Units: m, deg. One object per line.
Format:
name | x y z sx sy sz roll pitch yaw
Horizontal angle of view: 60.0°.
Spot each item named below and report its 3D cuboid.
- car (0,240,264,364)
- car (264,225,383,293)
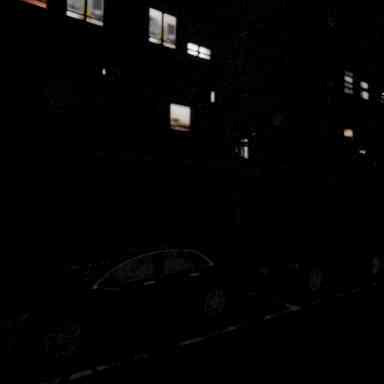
car | -1.074 1.575 5.793 4.403 1.369 2.008 1 0 -36
car | 3.513 1.627 9.068 4.507 1.381 1.887 1 0 -36
